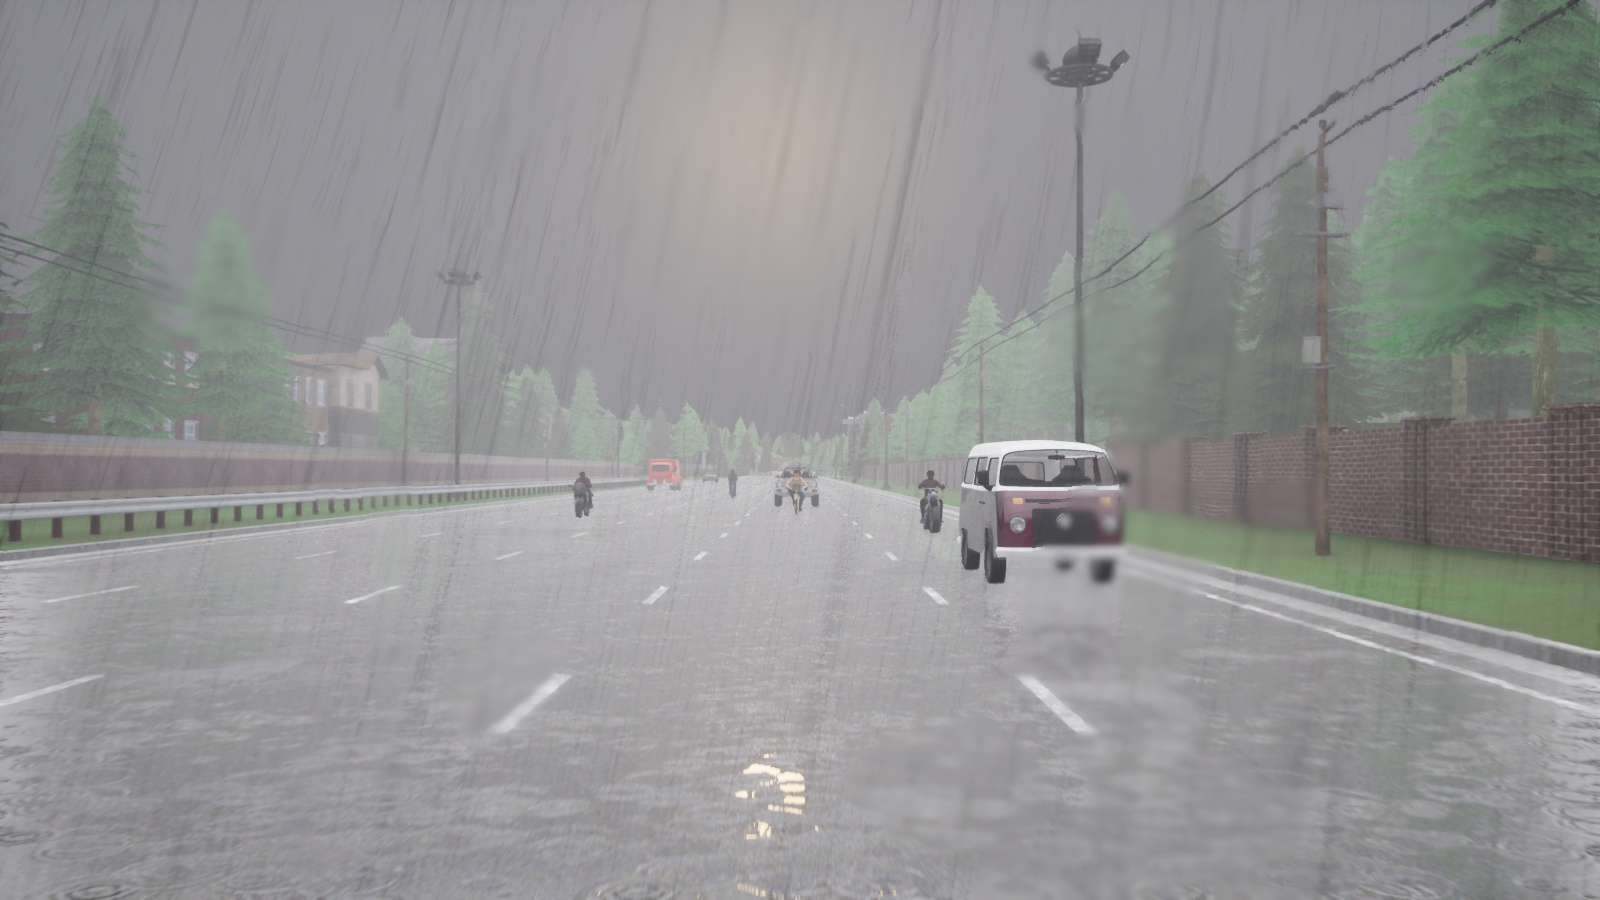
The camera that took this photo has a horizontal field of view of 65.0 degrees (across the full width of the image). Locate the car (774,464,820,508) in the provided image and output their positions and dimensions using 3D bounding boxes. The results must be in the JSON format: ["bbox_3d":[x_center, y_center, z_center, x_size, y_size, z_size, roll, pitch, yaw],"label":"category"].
[{"bbox_3d":[-0.134,1.566,55.731,1.932,1.855,4.605,0,-1,0],"label":"car"}]

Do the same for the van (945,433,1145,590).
[{"bbox_3d":[3.454,0.836,18.607,2.069,2.038,4.480,0,-1,0],"label":"van"}]

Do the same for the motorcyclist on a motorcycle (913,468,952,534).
[{"bbox_3d":[3.421,1.297,32.620,0.766,1.649,2.350,0,-1,0],"label":"motorcyclist on a motorcycle"}]

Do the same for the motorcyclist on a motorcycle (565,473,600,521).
[{"bbox_3d":[-7.099,1.513,41.118,0.797,1.523,2.044,0,-1,0],"label":"motorcyclist on a motorcycle"}]
